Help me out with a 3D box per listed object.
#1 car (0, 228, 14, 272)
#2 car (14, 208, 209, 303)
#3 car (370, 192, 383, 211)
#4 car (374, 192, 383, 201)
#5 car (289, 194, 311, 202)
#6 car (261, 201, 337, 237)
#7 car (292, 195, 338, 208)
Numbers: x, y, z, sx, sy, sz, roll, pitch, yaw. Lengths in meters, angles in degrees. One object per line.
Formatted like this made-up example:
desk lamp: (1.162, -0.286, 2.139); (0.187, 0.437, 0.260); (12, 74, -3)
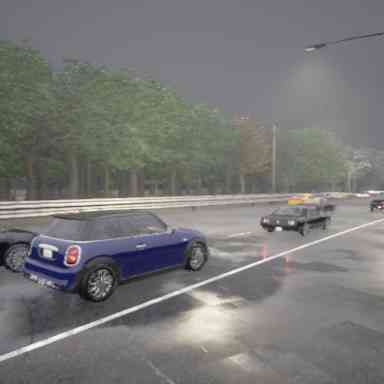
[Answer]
car: (-6.075, 1.338, 8.039); (2.128, 1.511, 4.902); (1, 1, 38)
car: (-1.531, 1.217, 8.270); (2.097, 1.767, 4.553); (1, 1, 39)
car: (18.207, 1.058, 31.131); (1.837, 1.490, 4.892); (1, 1, 43)
car: (32.434, 0.733, 55.518); (5.357, 1.411, 2.033); (-1, 1, -43)
car: (11.835, 0.948, 34.411); (1.882, 1.535, 5.008); (1, 1, 43)
car: (5.361, 1.353, 16.633); (1.895, 1.301, 4.718); (1, 1, 40)
car: (10.456, 1.182, 27.687); (1.895, 1.301, 4.718); (1, 1, 42)
